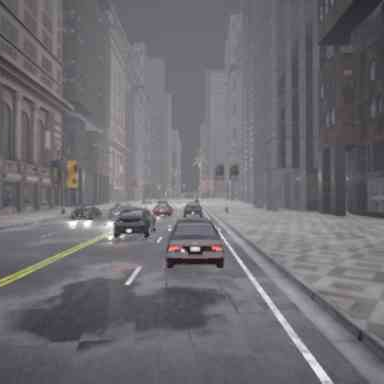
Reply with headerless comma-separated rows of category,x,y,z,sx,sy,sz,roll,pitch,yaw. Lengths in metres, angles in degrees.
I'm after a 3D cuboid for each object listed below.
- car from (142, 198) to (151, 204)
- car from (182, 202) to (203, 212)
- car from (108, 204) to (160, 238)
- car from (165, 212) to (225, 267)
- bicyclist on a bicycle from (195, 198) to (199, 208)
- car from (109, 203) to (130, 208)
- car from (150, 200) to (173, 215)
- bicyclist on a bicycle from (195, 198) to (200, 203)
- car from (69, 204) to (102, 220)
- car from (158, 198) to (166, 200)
car,-9.756,2.120,72.169,1.812,1.442,4.674,0,0,0
car,0.096,1.829,34.794,1.837,1.490,4.892,0,-1,0
car,-3.154,1.688,19.074,1.837,1.490,4.892,0,0,0
car,0.094,1.660,11.769,2.033,1.411,5.357,0,-1,0
bicyclist on a bicycle,0.889,1.929,60.829,0.659,1.776,1.843,0,0,0
car,-6.600,1.789,31.504,2.128,1.511,4.902,0,-1,0
car,-3.154,1.908,36.647,1.994,1.385,4.181,0,0,0
bicyclist on a bicycle,0.889,1.849,51.829,0.659,1.776,1.843,0,0,0
car,-9.849,1.857,31.048,1.994,1.385,4.181,0,-1,0
car,-6.506,2.055,72.586,1.882,1.535,5.008,0,0,0
